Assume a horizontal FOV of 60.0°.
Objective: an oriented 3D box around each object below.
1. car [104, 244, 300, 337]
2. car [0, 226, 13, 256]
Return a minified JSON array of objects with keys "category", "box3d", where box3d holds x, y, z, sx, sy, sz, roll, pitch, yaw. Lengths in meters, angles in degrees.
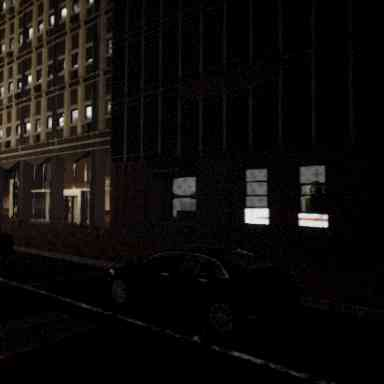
[{"category":"car","box3d":[-0.026,1.781,6.994,4.403,1.369,2.008,-1,-2,37]},{"category":"car","box3d":[-9.057,1.937,13.778,4.313,1.339,1.947,-1,-2,37]}]
